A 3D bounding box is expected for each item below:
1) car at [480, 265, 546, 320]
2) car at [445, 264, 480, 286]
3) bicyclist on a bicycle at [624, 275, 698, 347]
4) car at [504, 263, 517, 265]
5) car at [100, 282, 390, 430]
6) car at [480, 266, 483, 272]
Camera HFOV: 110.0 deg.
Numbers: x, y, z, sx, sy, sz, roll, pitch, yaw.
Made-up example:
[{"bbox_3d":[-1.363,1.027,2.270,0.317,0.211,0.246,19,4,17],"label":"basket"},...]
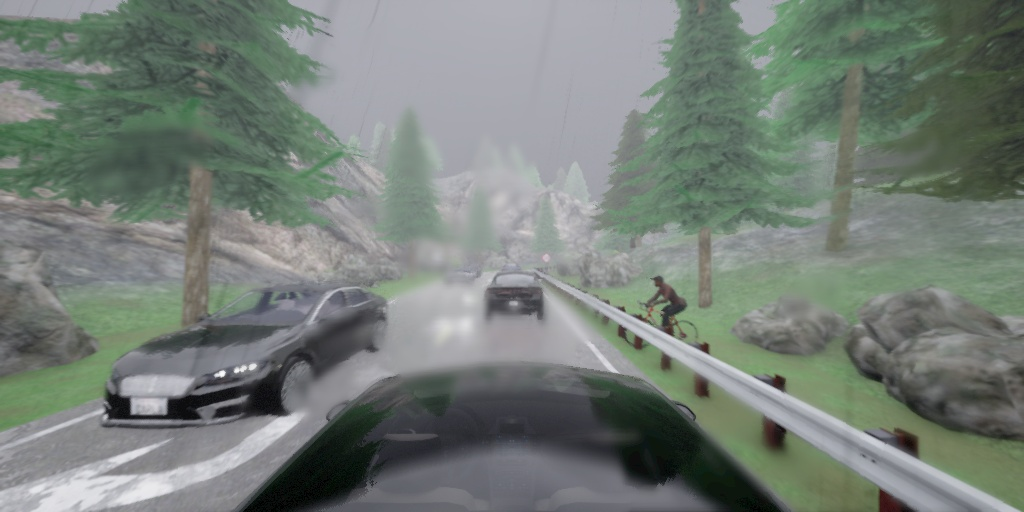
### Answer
[{"bbox_3d":[0.109,1.242,12.760,1.882,1.535,5.008,0,0,0],"label":"car"},{"bbox_3d":[-3.624,1.437,25.914,1.895,1.301,4.718,0,0,-1],"label":"car"},{"bbox_3d":[3.319,1.258,7.889,1.656,1.620,0.582,4,1,0],"label":"bicyclist on a bicycle"},{"bbox_3d":[-0.016,1.359,36.450,1.994,1.385,4.181,0,0,3],"label":"car"},{"bbox_3d":[-3.595,1.234,6.011,2.128,1.511,4.902,0,0,0],"label":"car"},{"bbox_3d":[-3.826,1.379,33.540,1.895,1.301,4.718,0,0,0],"label":"car"}]
